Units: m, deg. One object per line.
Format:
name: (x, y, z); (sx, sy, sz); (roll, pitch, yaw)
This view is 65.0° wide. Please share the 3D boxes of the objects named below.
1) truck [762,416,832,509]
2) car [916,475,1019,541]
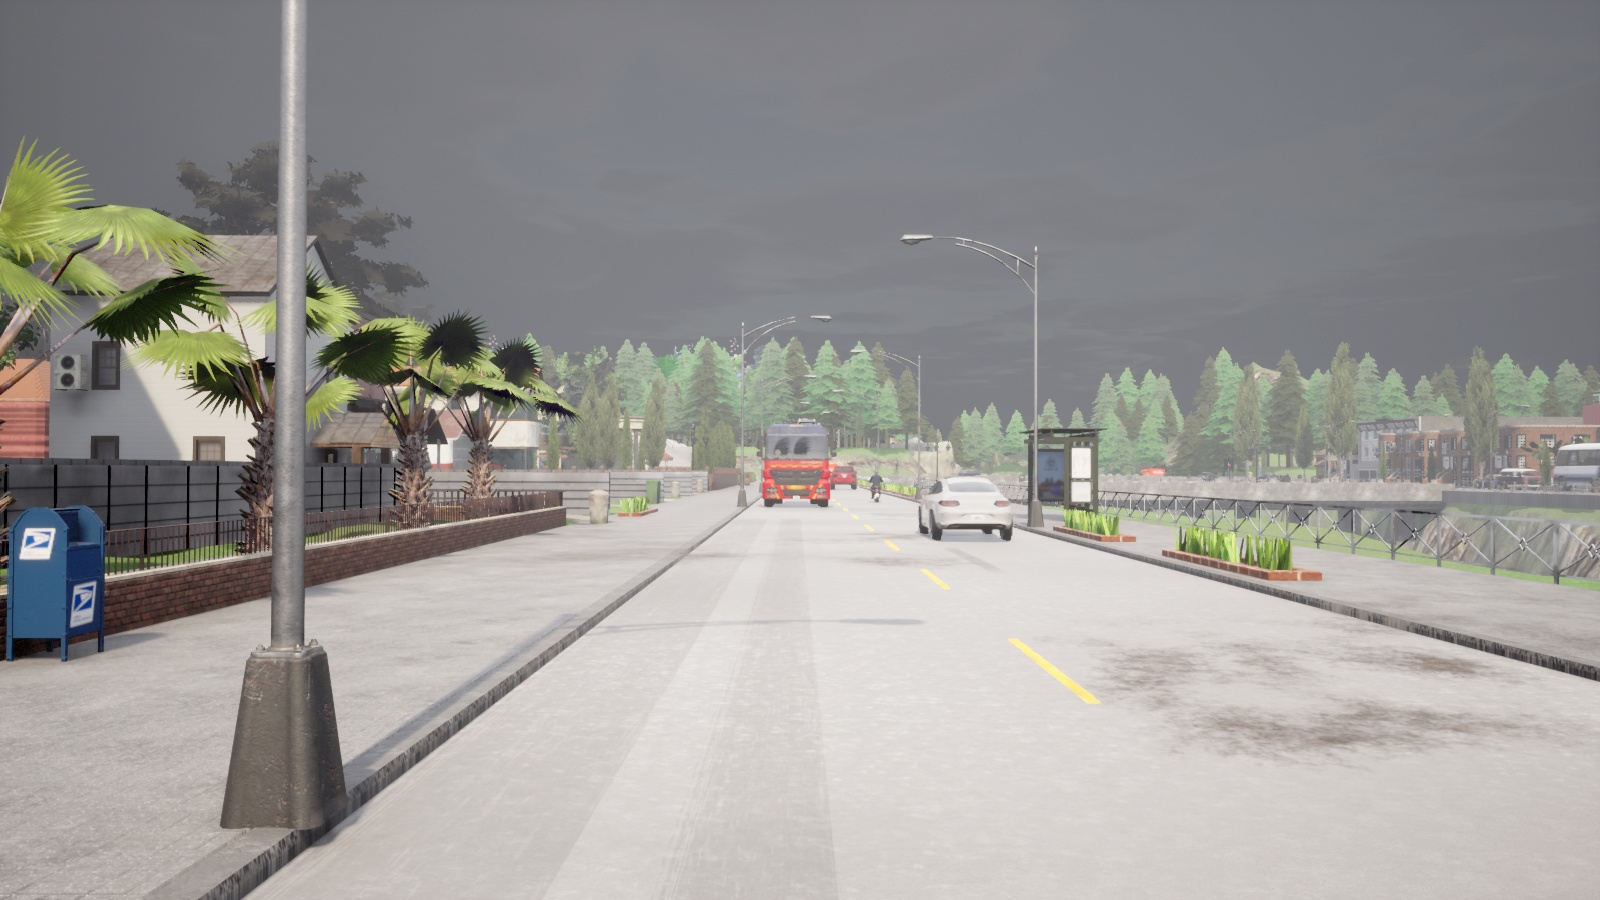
truck: (-0.147, 0.591, 56.138); (2.891, 3.827, 8.468); (0, -1, 0)
car: (3.924, 1.329, 30.115); (1.812, 1.442, 4.674); (0, -1, 0)
